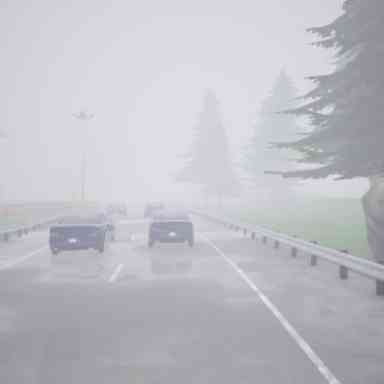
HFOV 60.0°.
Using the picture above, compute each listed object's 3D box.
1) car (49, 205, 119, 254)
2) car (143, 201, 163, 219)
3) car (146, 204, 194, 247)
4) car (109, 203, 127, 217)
[{"bbox_3d":[-4.377,1.524,13.859,1.882,1.535,5.008,0,0,-7],"label":"car"},{"bbox_3d":[-3.386,1.572,30.099,1.882,1.535,5.008,0,0,-10],"label":"car"},{"bbox_3d":[-1.075,1.526,15.508,1.882,1.535,5.008,0,0,-7],"label":"car"},{"bbox_3d":[-7.472,1.708,33.099,1.895,1.301,4.718,0,0,-10],"label":"car"}]
